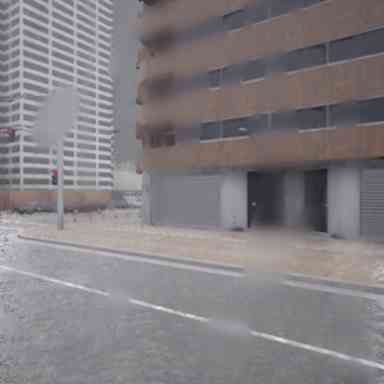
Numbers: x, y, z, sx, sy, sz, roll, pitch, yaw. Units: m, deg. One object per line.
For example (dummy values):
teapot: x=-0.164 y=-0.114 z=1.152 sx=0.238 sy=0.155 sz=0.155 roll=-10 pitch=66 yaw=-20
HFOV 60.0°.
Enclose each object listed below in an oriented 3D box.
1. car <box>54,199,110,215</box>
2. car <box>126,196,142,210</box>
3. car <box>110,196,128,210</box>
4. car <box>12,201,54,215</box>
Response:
car: x=-11.582 y=1.537 z=35.270 sx=1.882 sy=1.535 sz=5.008 roll=0 pitch=0 yaw=35
car: x=-5.957 y=1.584 z=43.260 sx=1.812 sy=1.442 sz=4.674 roll=0 pitch=0 yaw=35
car: x=-10.210 y=1.630 z=43.302 sx=1.994 sy=1.385 sz=4.181 roll=0 pitch=0 yaw=35
car: x=-15.954 y=1.615 z=35.136 sx=2.033 sy=1.411 sz=5.357 roll=0 pitch=0 yaw=35
